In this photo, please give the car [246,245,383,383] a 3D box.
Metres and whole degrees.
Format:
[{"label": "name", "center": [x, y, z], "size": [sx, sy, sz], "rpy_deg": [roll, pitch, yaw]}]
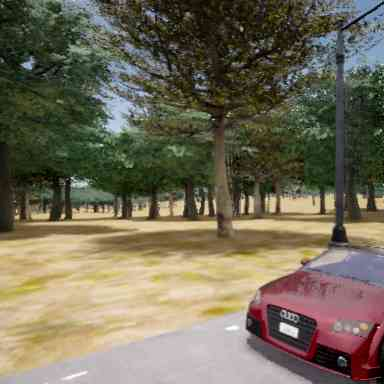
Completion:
[{"label": "car", "center": [2.875, 1.635, 5.507], "size": [4.181, 1.385, 1.994], "rpy_deg": [1, -1, -36]}]
